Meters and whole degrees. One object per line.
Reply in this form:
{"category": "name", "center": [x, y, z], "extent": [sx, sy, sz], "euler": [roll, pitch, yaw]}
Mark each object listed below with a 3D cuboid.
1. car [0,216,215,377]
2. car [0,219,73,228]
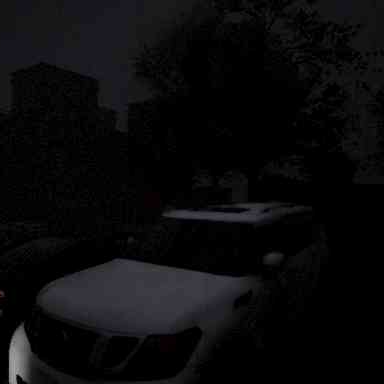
{"category": "car", "center": [-1.808, 1.475, 6.559], "extent": [2.097, 1.535, 5.008], "euler": [0, 0, 35]}
{"category": "car", "center": [-4.076, 1.473, 8.189], "extent": [2.231, 1.521, 4.892], "euler": [0, 0, 35]}
